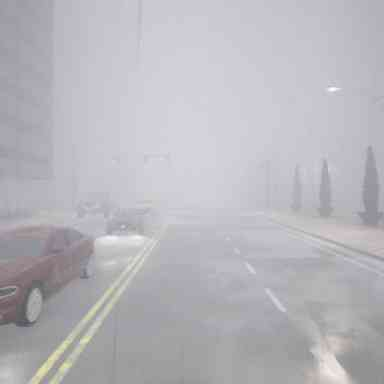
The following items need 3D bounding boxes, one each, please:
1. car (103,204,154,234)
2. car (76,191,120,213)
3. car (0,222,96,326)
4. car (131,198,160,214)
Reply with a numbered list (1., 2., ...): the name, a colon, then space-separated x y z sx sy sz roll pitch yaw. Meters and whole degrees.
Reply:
1. car: -3.597 1.614 19.347 1.994 1.385 4.181 0 0 0
2. car: -7.030 0.907 25.523 2.150 2.045 5.566 0 0 0
3. car: -3.605 1.499 7.293 1.882 1.535 5.008 0 0 0
4. car: -3.530 1.157 25.556 1.882 1.535 5.008 0 0 0
